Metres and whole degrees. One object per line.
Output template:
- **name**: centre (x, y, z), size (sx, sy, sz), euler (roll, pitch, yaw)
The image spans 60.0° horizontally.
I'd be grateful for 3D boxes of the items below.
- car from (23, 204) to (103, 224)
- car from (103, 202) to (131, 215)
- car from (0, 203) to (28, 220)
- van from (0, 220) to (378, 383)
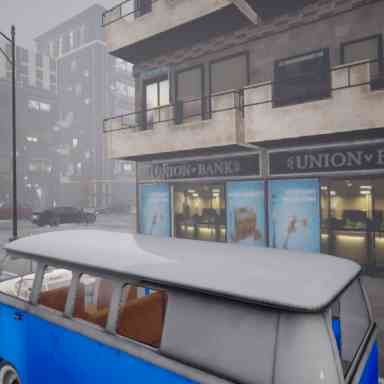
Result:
- **car**: centre (-8.518, 1.583, 22.334), size (1.947, 1.339, 4.313), euler (-2, -1, 36)
- **car**: centre (-8.591, 1.797, 36.385), size (1.947, 1.339, 4.313), euler (-2, -1, 36)
- **car**: centre (-15.270, 1.608, 27.301), size (1.967, 1.590, 4.097), euler (-2, -1, 36)
- **van**: centre (-0.422, 1.342, 3.162), size (3.998, 1.788, 1.690), euler (0, -1, 36)
